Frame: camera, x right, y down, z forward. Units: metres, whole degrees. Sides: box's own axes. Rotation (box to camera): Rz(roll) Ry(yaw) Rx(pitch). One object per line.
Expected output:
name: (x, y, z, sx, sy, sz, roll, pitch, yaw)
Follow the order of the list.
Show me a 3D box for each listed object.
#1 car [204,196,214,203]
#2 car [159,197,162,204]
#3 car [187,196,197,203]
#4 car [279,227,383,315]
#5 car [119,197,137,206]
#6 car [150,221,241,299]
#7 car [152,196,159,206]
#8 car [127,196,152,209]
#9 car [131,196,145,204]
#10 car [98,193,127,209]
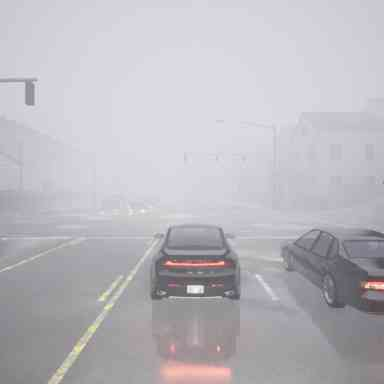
car: (3.499, 1.545, 69.176, 2.033, 1.411, 5.357, 0, 0, 0)
car: (-7.038, 1.547, 65.055, 2.033, 1.411, 5.357, 0, 0, 1)
car: (0.001, 1.547, 69.176, 2.033, 1.411, 5.357, 0, 0, 0)
car: (3.575, 1.547, 7.834, 2.033, 1.411, 5.357, 0, 0, 0)
car: (-10.587, 1.547, 55.221, 2.033, 1.411, 5.357, 0, 0, 0)
car: (0.075, 1.505, 8.410, 1.837, 1.490, 4.892, 0, 0, 0)
car: (-7.090, 1.505, 54.644, 1.837, 1.490, 4.892, 0, 0, 0)
car: (-7.098, 1.477, 45.189, 1.882, 1.535, 5.008, 0, 0, 0)
car: (-10.533, 1.505, 65.412, 1.837, 1.490, 4.892, 0, 0, 0)
car: (-10.600, 1.221, 44.974, 2.150, 2.045, 5.566, 0, 0, 0)
